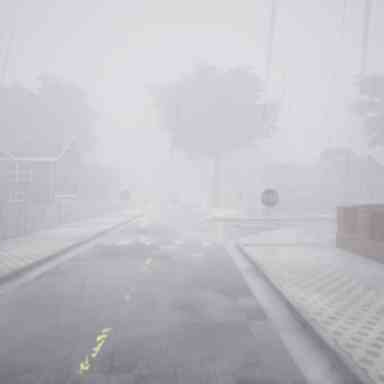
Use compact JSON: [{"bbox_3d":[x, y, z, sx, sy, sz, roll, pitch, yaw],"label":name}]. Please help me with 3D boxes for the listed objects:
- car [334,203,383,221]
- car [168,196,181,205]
[{"bbox_3d":[11.417,1.349,19.835,5.357,1.411,2.033,-1,0,-1],"label":"car"},{"bbox_3d":[-2.937,1.447,55.607,1.812,1.442,4.674,0,0,0],"label":"car"}]
